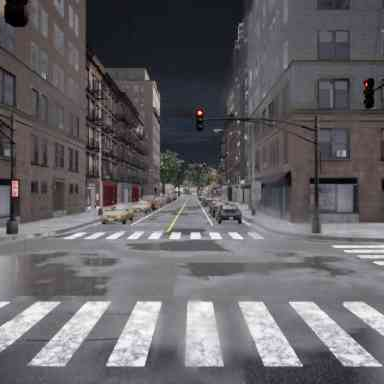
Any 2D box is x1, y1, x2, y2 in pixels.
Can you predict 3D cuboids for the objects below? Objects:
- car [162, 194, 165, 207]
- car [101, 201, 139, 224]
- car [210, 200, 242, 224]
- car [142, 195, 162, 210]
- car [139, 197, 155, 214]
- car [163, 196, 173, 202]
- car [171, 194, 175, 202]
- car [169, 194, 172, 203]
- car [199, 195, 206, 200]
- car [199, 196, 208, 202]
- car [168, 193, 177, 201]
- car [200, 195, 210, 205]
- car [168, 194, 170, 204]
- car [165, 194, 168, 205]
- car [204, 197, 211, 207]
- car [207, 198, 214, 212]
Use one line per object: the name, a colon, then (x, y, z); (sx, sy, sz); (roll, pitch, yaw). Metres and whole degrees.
car: (-5.369, 1.445, 46.635); (1.967, 1.590, 4.097); (0, 0, 0)
car: (-5.396, 1.526, 24.537); (1.752, 1.417, 4.829); (0, 0, 0)
car: (2.658, 1.552, 24.700); (2.008, 1.369, 4.403); (0, 0, 0)
car: (-5.375, 1.319, 41.153); (2.192, 1.841, 5.009); (0, 0, 0)
car: (-5.382, 1.528, 35.500); (1.752, 1.417, 4.829); (0, 0, 0)
car: (-5.336, 1.535, 73.875); (1.752, 1.417, 4.829); (0, 0, 0)
car: (-5.342, 1.323, 68.563); (2.192, 1.841, 5.009); (0, 0, 0)
car: (-5.349, 1.573, 63.081); (1.947, 1.339, 4.313); (0, 0, 0)
car: (2.714, 1.596, 90.484); (1.802, 1.307, 4.206); (0, 0, 0)
car: (2.705, 1.556, 79.520); (1.887, 1.381, 4.507); (0, 0, 0)
car: (-5.315, 1.329, 90.491); (2.192, 1.841, 5.009); (0, 0, 0)
car: (2.681, 1.556, 52.109); (2.008, 1.369, 4.403); (0, 0, 0)
car: (-5.356, 1.557, 57.599); (2.008, 1.369, 4.403); (0, 0, 0)
car: (-5.362, 1.446, 52.117); (1.967, 1.590, 4.097); (0, 0, 0)
car: (2.667, 1.554, 35.664); (2.008, 1.369, 4.403); (0, 0, 0)
car: (2.662, 1.547, 30.182); (1.887, 1.381, 4.507); (0, 0, 0)
